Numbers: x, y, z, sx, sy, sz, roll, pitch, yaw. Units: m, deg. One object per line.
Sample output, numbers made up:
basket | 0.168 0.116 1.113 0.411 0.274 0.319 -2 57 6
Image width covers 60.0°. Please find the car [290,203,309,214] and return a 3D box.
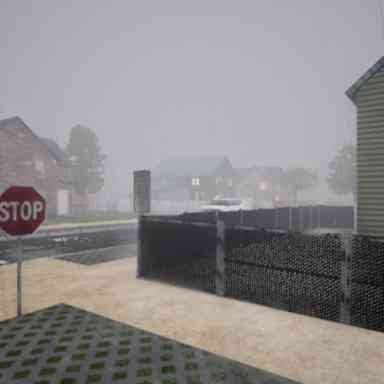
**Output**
car | 14.832 2.216 45.853 2.128 1.511 4.902 0 -1 36

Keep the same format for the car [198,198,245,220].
car | 2.690 1.564 29.137 2.150 2.045 5.566 0 -1 36
